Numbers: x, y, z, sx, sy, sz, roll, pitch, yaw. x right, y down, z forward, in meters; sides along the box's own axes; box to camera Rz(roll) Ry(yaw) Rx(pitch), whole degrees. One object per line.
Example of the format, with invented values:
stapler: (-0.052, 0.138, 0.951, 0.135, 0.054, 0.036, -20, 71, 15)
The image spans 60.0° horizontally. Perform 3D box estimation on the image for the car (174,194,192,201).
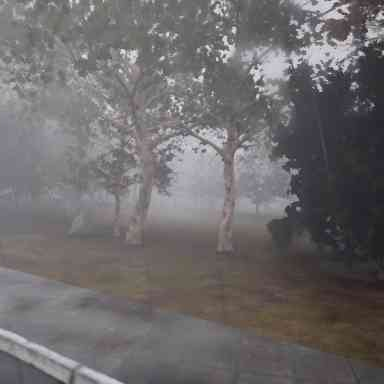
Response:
car: (-2.611, 1.482, 93.865, 2.435, 2.045, 5.566, 6, 1, 42)
